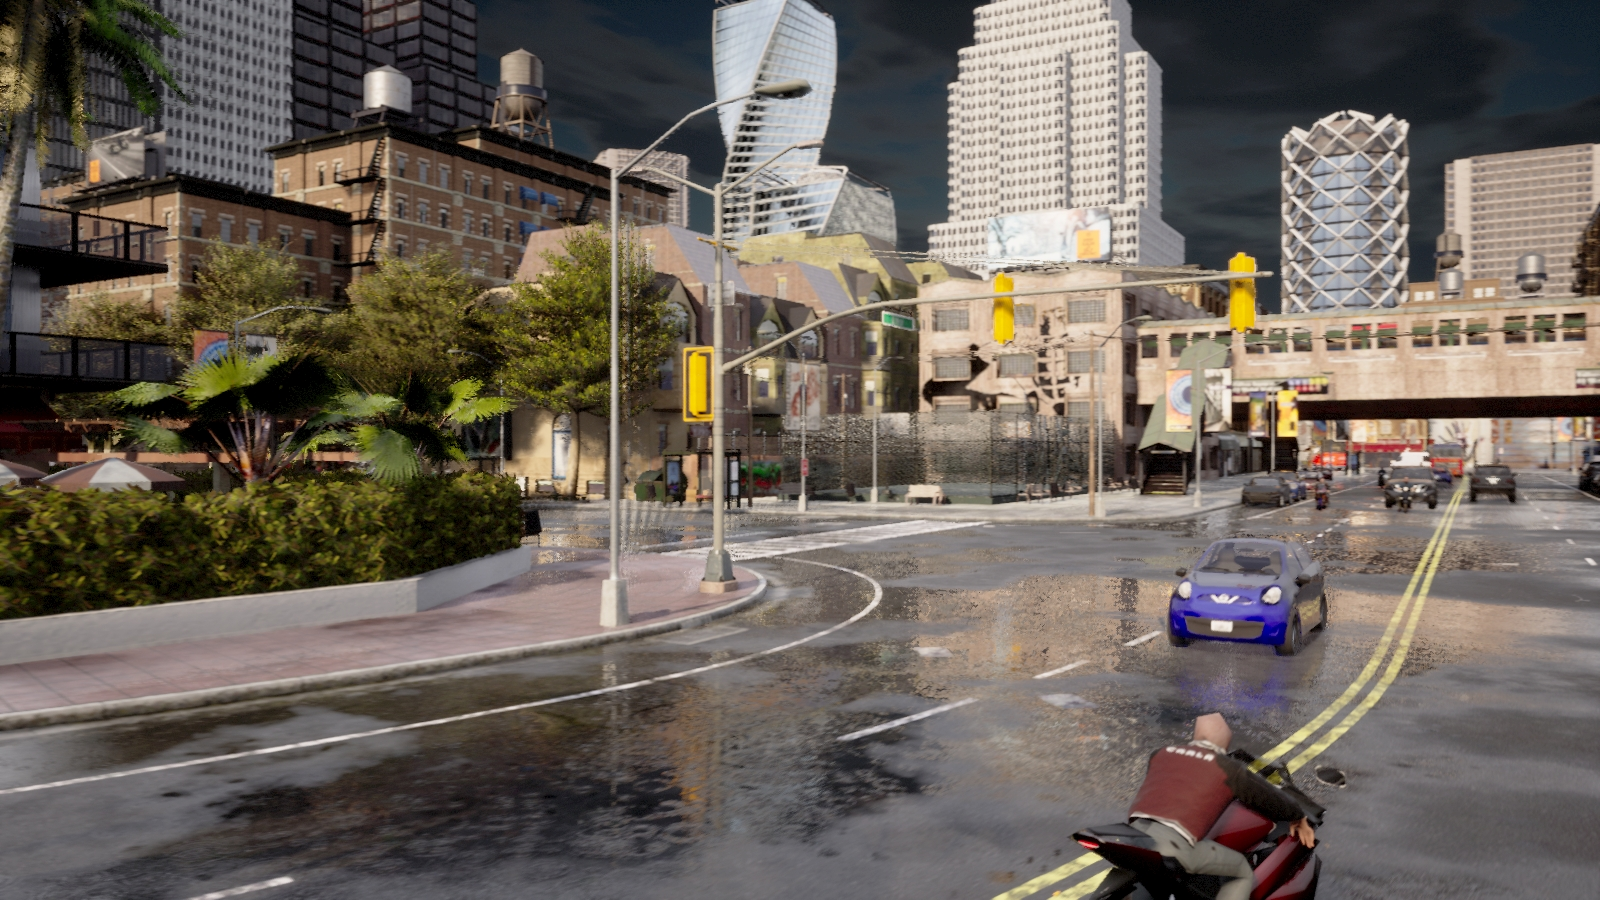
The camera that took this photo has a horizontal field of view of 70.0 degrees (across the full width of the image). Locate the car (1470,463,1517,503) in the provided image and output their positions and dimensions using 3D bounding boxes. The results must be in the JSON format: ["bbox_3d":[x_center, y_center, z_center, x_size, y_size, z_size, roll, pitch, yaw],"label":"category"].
[{"bbox_3d":[38.636,1.806,63.754,2.150,2.045,5.566,0,0,31],"label":"car"}]

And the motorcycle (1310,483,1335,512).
[{"bbox_3d":[24.631,2.232,53.859,0.867,1.251,2.209,0,0,31],"label":"motorcycle"}]

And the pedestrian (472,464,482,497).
[{"bbox_3d":[-18.648,1.752,65.994,0.375,1.860,0.375,0,0,32],"label":"pedestrian"}]

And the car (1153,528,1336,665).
[{"bbox_3d":[6.664,2.047,16.918,1.845,1.501,3.633,0,0,33],"label":"car"}]

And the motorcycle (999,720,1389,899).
[{"bbox_3d":[2.020,2.208,5.644,2.209,1.251,0.867,0,0,-42],"label":"motorcycle"}]

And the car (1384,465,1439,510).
[{"bbox_3d":[30.323,1.806,56.599,2.150,2.045,5.566,0,0,31],"label":"car"}]

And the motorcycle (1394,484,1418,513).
[{"bbox_3d":[27.539,2.206,51.900,0.856,1.236,1.805,0,0,31],"label":"motorcycle"}]
